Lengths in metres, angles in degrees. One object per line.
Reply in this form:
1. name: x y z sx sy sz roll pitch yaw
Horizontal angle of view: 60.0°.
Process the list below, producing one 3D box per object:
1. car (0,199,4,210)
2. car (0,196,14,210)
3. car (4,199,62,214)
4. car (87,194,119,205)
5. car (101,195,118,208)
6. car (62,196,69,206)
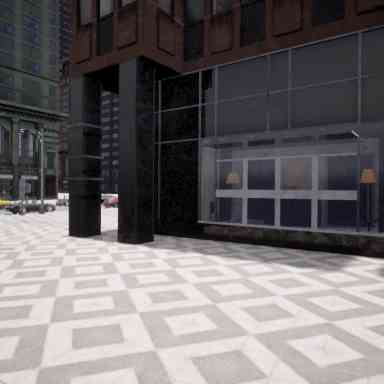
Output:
1. car: -18.137 1.418 26.842 1.947 1.339 4.313 2 2 36
2. car: -22.140 1.232 35.895 1.752 1.417 4.829 2 2 36
3. car: -15.007 1.341 31.216 2.008 1.369 4.403 2 2 36
4. car: -12.959 1.082 48.726 1.947 1.339 4.313 2 2 36
5. car: -8.748 1.243 39.963 1.802 1.307 4.206 2 2 36
6. car: -15.986 1.131 44.496 2.008 1.369 4.403 2 2 36
